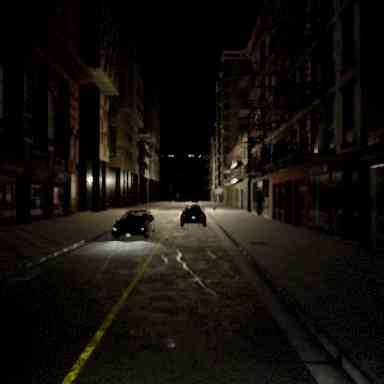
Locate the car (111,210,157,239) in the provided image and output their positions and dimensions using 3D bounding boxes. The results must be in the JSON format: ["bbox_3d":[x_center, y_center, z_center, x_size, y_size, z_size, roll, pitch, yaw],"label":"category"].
[{"bbox_3d":[-3.091,1.739,18.776,2.033,1.411,5.357,0,-1,0],"label":"car"}]

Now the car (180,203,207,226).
[{"bbox_3d":[0.101,1.830,25.925,1.994,1.385,4.181,0,-1,0],"label":"car"}]
